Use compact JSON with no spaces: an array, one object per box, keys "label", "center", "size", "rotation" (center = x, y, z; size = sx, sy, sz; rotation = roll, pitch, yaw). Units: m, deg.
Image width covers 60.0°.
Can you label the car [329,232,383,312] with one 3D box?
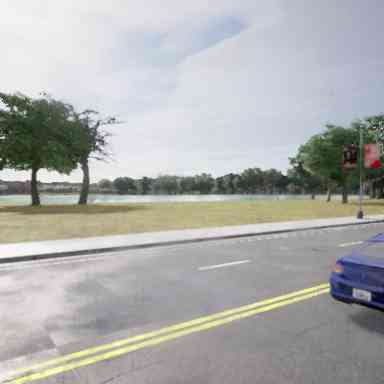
[{"label":"car","center":[4.705,1.532,6.849],"size":[4.674,1.442,1.812],"rotation":[0,0,-35]}]
